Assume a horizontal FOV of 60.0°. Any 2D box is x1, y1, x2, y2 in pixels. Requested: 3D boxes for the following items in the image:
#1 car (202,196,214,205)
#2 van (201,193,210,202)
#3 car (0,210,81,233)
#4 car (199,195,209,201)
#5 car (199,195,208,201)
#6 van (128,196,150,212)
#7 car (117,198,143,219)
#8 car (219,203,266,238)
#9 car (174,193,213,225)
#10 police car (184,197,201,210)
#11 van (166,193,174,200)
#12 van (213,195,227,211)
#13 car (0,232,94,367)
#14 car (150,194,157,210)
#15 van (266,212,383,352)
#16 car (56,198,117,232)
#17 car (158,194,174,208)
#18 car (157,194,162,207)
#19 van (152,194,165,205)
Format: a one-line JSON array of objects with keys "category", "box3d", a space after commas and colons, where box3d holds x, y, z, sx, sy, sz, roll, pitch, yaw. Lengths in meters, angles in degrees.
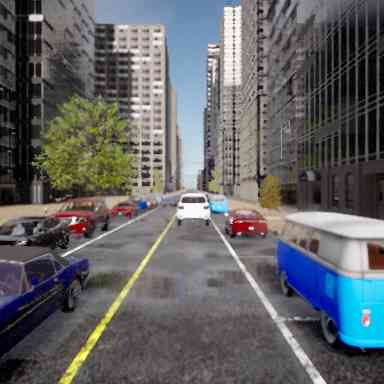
[{"category": "car", "box3d": [2.688, 1.411, 56.988, 1.947, 1.339, 4.313, 0, 0, 0]}, {"category": "van", "box3d": [2.688, 1.143, 68.324, 1.690, 1.788, 3.998, 0, 0, 0]}, {"category": "car", "box3d": [-5.691, 1.537, 11.640, 1.947, 1.339, 4.313, 0, 0, 0]}, {"category": "car", "box3d": [2.688, 1.346, 73.993, 1.947, 1.339, 4.313, 0, 0, 0]}, {"category": "car", "box3d": [2.687, 1.323, 79.662, 1.947, 1.339, 4.313, 0, 0, 0]}, {"category": "van", "box3d": [-5.692, 1.256, 34.312, 1.690, 1.788, 3.998, 0, 0, 0]}, {"category": "car", "box3d": [-5.692, 1.475, 28.643, 1.887, 1.381, 4.507, 0, 0, 0]}, {"category": "car", "box3d": [2.689, 1.502, 17.308, 1.887, 1.381, 4.507, 0, 0, 0]}, {"category": "car", "box3d": [0.099, 1.163, 23.867, 2.150, 2.045, 5.566, 0, 0, 0]}, {"category": "police car", "box3d": [0.098, 1.398, 41.929, 2.038, 1.542, 4.974, 0, 0, 0]}, {"category": "van", "box3d": [-5.693, 1.074, 85.328, 1.690, 1.788, 3.998, 0, 0, 0]}, {"category": "van", "box3d": [2.689, 1.256, 34.312, 1.690, 1.788, 3.998, 0, 0, 0]}, {"category": "car", "box3d": [-3.101, 1.589, 4.893, 1.895, 1.301, 4.718, 0, 0, 0]}, {"category": "car", "box3d": [-5.692, 1.340, 39.981, 1.967, 1.590, 4.097, 0, 0, 0]}, {"category": "van", "box3d": [2.690, 1.326, 5.972, 1.690, 1.788, 3.998, 0, 0, 0]}, {"category": "car", "box3d": [-5.691, 1.273, 17.307, 2.192, 1.841, 5.009, 0, 0, 0]}, {"category": "car", "box3d": [-3.094, 1.430, 45.521, 2.033, 1.411, 5.357, 0, 0, 0]}, {"category": "car", "box3d": [-5.692, 1.323, 45.648, 1.967, 1.590, 4.097, 0, 0, 0]}, {"category": "van", "box3d": [-5.692, 1.186, 56.986, 1.690, 1.788, 3.998, 0, 0, 0]}]
